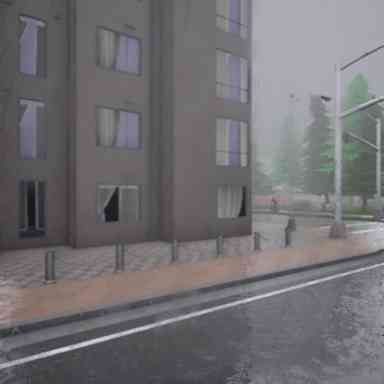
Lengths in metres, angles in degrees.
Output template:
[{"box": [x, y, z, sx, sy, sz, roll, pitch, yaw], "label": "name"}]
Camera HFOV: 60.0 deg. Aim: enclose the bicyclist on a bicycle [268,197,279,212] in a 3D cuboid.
[{"box": [8.644, 1.336, 35.174, 1.656, 1.620, 0.582, 0, 0, -35], "label": "bicyclist on a bicycle"}]
